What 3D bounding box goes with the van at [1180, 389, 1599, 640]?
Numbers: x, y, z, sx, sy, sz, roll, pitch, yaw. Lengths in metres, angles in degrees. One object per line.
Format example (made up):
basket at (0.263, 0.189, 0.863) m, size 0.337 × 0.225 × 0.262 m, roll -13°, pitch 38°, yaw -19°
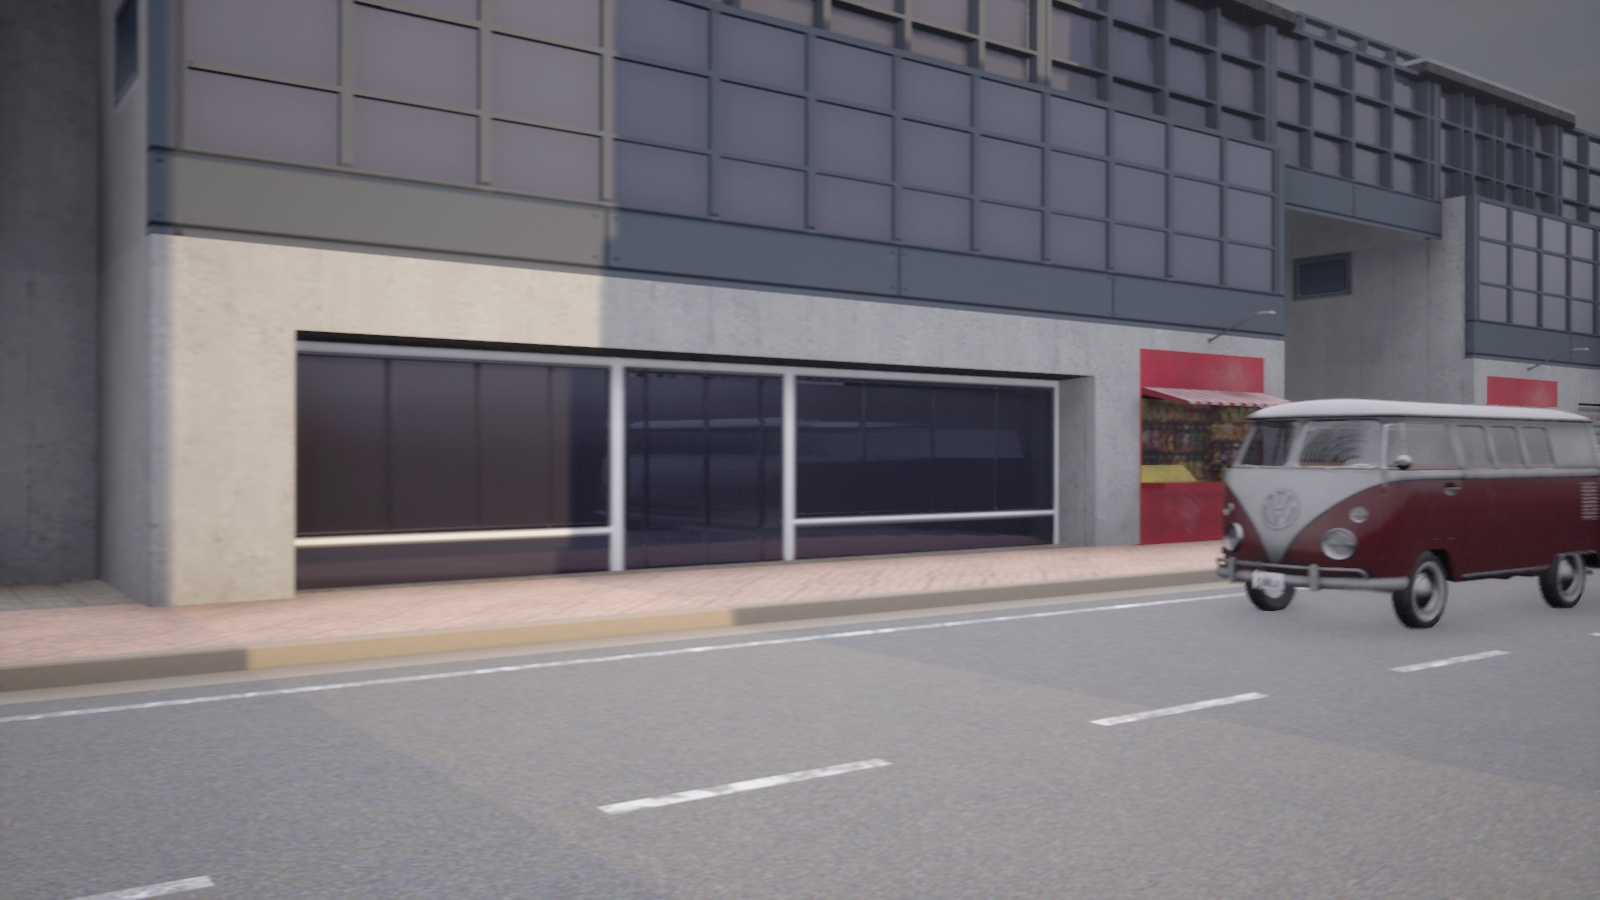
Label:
van at (5.790, 0.515, 11.954) m, size 4.442 × 1.987 × 1.775 m, roll 0°, pitch 0°, yaw -35°
